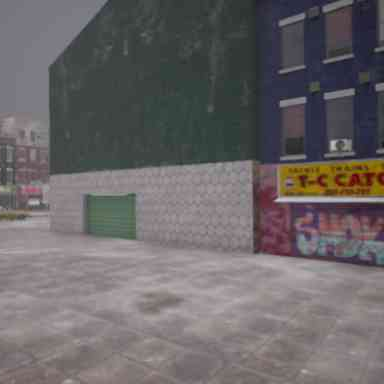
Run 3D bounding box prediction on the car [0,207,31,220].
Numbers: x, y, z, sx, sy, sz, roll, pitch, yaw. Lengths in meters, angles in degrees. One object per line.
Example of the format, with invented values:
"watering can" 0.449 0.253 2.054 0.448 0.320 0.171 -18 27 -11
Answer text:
"car" -16.320 1.803 28.268 1.752 1.417 4.829 -1 -1 35
